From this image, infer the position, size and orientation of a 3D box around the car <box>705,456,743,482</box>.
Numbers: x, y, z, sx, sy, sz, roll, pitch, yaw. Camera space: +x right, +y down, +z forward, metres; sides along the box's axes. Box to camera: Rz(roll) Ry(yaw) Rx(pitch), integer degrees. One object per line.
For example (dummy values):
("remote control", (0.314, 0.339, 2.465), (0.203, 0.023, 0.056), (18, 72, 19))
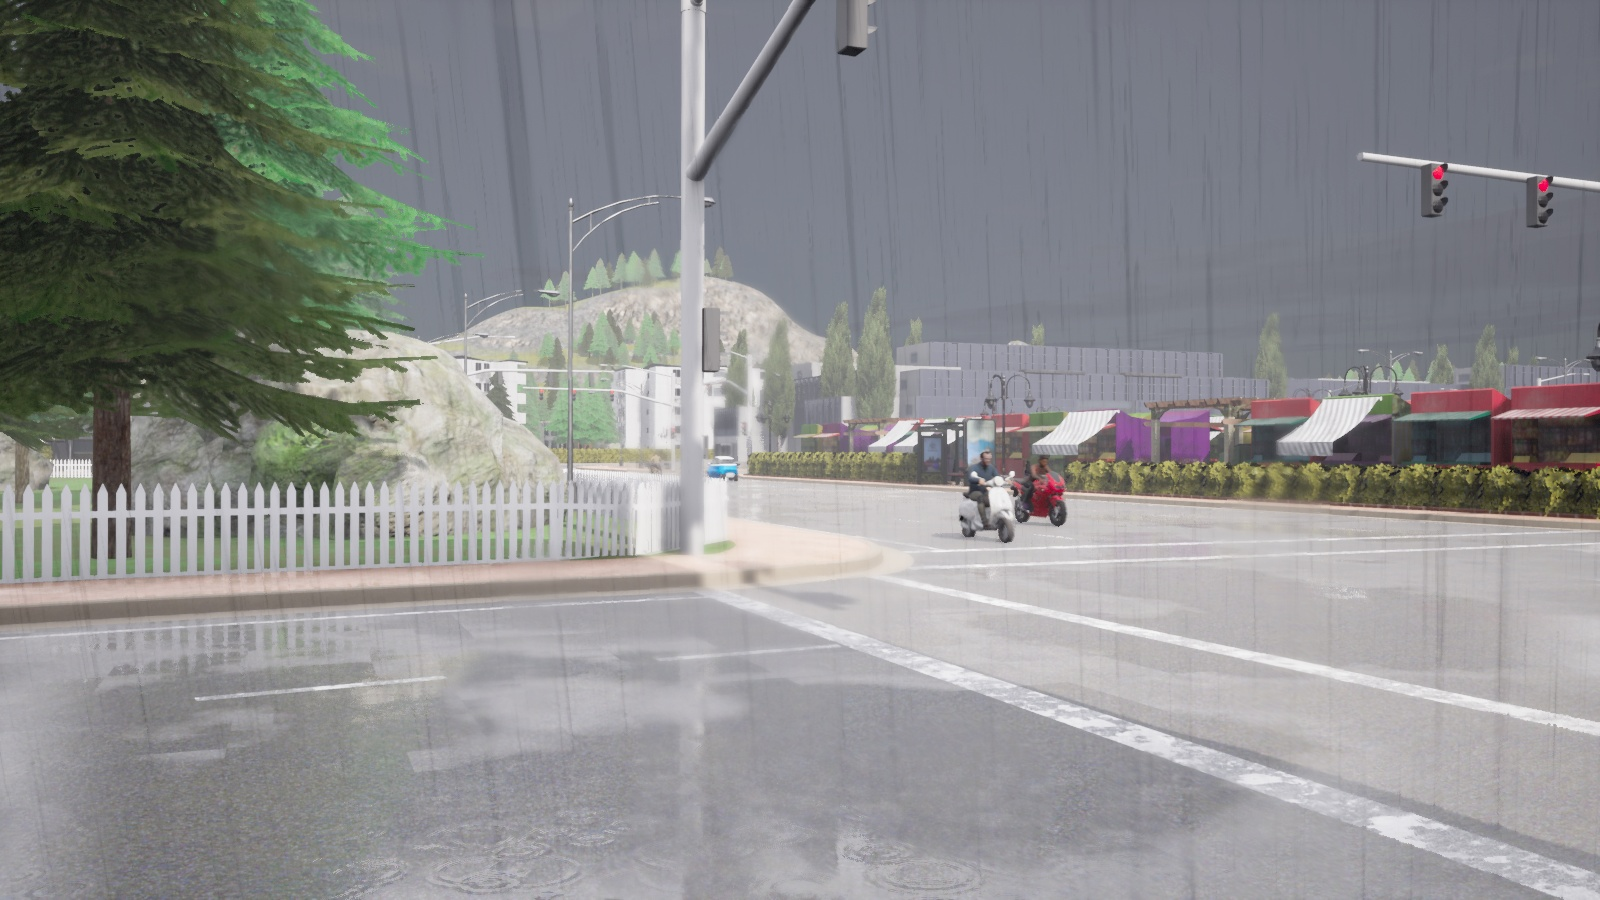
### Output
("car", (-4.172, 1.033, 68.809), (1.481, 1.376, 2.207), (0, 0, -22))

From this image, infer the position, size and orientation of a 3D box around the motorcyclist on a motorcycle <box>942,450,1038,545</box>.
("motorcyclist on a motorcycle", (3.329, 0.801, 22.167), (0.866, 1.590, 1.817), (0, 0, -21))

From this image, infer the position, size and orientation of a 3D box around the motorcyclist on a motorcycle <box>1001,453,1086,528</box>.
("motorcyclist on a motorcycle", (5.194, 0.837, 26.920), (0.797, 1.523, 2.044), (0, 0, -22))
